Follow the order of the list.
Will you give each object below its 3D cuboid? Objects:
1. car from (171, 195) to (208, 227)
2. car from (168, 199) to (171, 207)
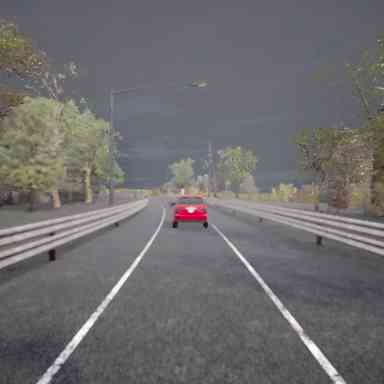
[{"bbox_3d":[-0.189,1.223,22.689,2.150,2.045,5.566,0,0,-3],"label":"car"},{"bbox_3d":[-2.478,1.537,49.580,1.994,1.385,4.181,0,0,-7],"label":"car"}]
